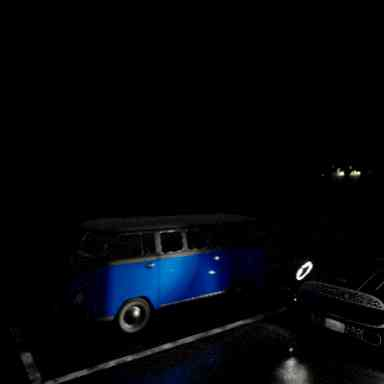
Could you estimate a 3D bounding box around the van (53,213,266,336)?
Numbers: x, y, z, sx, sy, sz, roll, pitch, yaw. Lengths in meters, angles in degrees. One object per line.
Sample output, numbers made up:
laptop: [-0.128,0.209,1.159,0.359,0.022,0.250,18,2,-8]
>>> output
van: [-0.399,1.339,6.383,3.998,1.788,1.690,0,0,-35]

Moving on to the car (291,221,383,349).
car: [3.911,1.349,6.132,4.553,1.767,2.097,0,0,-35]

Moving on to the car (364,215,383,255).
car: [8.599,1.574,12.798,4.206,1.307,1.802,0,0,-35]
